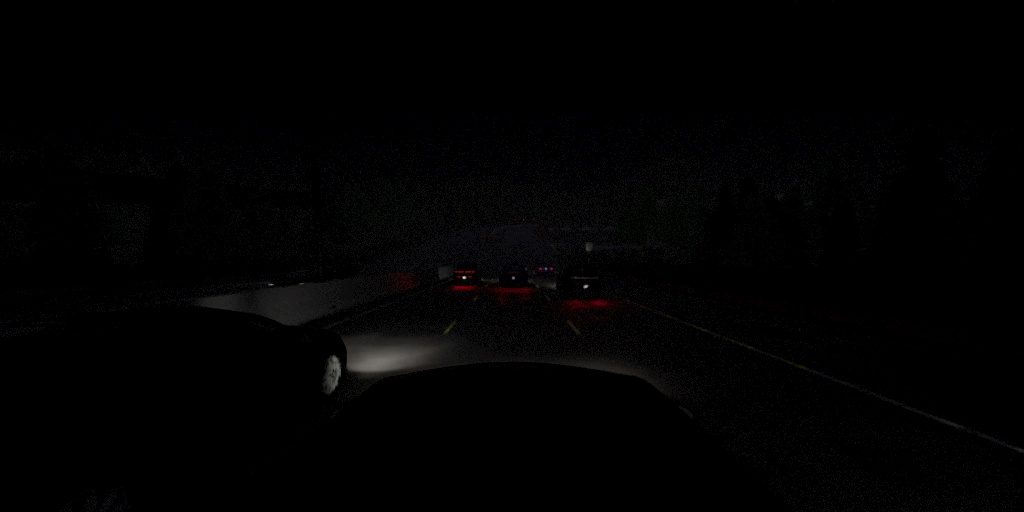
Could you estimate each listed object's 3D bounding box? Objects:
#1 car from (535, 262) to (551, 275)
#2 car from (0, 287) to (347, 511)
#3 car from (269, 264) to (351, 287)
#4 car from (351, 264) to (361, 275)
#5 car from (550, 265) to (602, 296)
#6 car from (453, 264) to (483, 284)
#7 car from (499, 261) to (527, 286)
[{"bbox_3d":[3.589,1.391,40.432,2.033,1.411,5.357,0,1,0],"label":"car"},{"bbox_3d":[-3.402,1.258,3.494,1.837,1.490,4.892,0,-1,0],"label":"car"},{"bbox_3d":[-10.578,1.329,18.808,1.812,1.442,4.674,0,0,0],"label":"car"},{"bbox_3d":[-17.507,1.458,37.180,1.895,1.301,4.718,0,0,0],"label":"car"},{"bbox_3d":[3.595,1.297,19.833,2.128,1.511,4.902,0,0,0],"label":"car"},{"bbox_3d":[-3.407,1.335,28.044,1.837,1.490,4.892,0,-1,0],"label":"car"},{"bbox_3d":[0.093,1.304,25.871,1.882,1.535,5.008,0,0,0],"label":"car"}]
